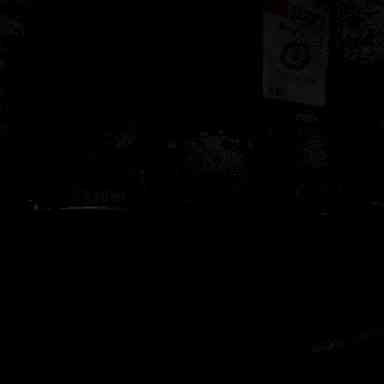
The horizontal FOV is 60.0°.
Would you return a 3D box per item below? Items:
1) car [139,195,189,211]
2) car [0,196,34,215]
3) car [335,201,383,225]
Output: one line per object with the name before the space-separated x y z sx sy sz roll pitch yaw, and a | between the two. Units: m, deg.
car | -2.801 1.019 33.137 4.902 1.511 2.128 1 0 5
car | -15.977 0.876 27.203 2.150 2.045 5.566 1 1 42
car | 11.749 1.332 23.178 1.882 1.535 5.008 0 1 -21
